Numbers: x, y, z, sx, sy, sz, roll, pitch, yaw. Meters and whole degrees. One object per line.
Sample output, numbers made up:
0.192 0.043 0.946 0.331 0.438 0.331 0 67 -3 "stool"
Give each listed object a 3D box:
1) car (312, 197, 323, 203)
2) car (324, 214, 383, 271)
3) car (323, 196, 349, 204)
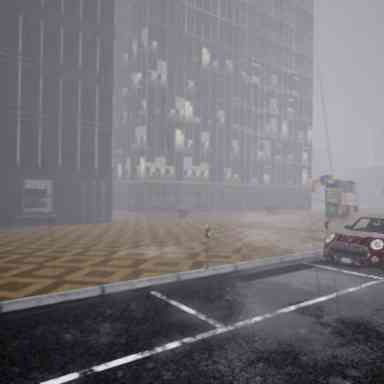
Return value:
30.237 1.943 80.692 1.967 1.590 4.097 1 -1 -35 "car"
6.148 1.483 10.901 4.097 1.590 1.967 0 1 -36 "car"
33.428 1.791 76.149 2.192 1.841 5.009 1 -1 -35 "car"
